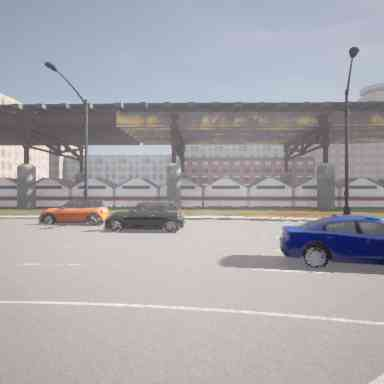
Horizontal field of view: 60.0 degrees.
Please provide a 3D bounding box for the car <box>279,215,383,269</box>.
[{"bbox_3d":[5.255,1.477,10.222,5.008,1.535,1.882,0,0,16],"label":"car"}]

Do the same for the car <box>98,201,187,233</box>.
[{"bbox_3d":[-2.629,1.351,19.081,4.553,1.767,2.097,0,0,5],"label":"car"}]

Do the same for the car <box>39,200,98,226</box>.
[{"bbox_3d":[-8.046,1.351,22.955,4.553,1.767,2.097,0,0,2],"label":"car"}]
